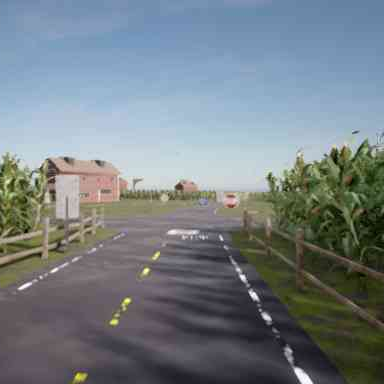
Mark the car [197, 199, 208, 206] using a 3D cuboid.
[{"bbox_3d":[2.334,2.233,72.082,1.812,1.442,4.674,0,-1,9],"label":"car"}]
